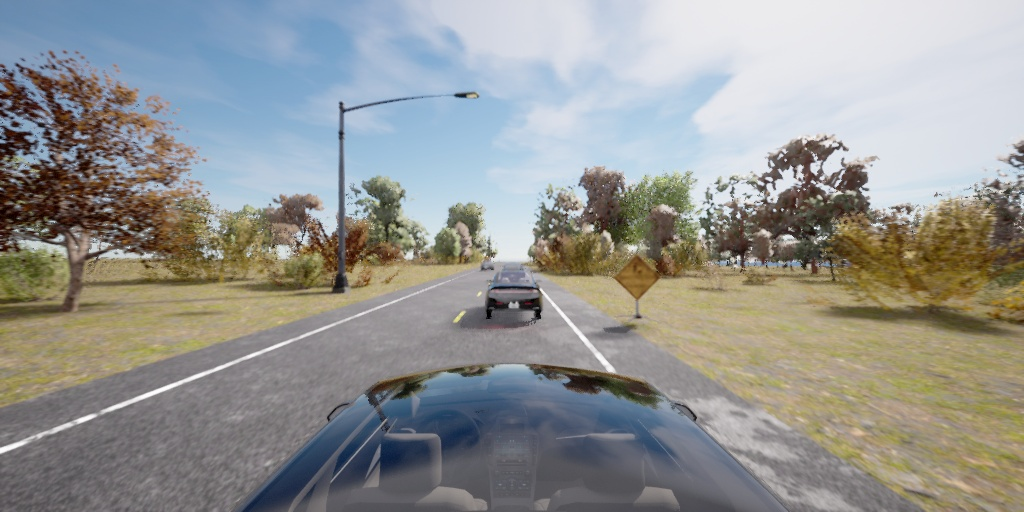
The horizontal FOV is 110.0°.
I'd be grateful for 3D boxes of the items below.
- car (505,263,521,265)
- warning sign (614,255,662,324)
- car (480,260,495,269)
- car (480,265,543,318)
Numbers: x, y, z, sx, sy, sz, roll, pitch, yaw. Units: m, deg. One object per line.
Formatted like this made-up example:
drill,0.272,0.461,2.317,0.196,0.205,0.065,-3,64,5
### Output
car,0.079,1.303,29.640,1.882,1.535,5.008,0,0,0
warning sign,3.551,0.887,10.142,1.300,1.860,1.060,0,0,0
car,-3.563,1.400,52.338,2.128,1.511,4.902,0,0,0
car,0.068,1.271,13.040,2.128,1.511,4.902,0,0,0
